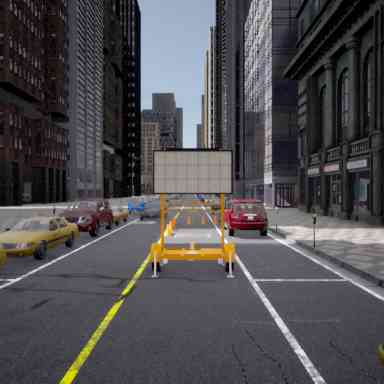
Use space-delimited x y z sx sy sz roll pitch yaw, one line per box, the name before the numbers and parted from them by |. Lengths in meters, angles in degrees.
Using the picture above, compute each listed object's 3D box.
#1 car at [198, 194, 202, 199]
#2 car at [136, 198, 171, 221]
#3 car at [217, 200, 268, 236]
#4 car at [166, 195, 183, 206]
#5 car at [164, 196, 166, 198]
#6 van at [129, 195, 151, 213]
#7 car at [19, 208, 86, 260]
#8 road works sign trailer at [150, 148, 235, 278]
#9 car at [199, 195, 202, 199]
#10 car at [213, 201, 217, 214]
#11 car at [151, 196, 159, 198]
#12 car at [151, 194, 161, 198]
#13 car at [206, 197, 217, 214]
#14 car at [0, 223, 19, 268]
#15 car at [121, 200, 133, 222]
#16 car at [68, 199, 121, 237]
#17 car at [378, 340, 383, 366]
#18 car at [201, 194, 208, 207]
car | 2.953 1.597 80.293 1.887 1.381 4.507 0 0 0
car | -3.035 1.511 27.081 1.837 1.490 4.892 0 0 0
car | 2.803 1.317 18.248 2.192 1.841 5.009 0 0 0
car | -2.865 1.629 55.664 1.895 1.301 4.718 0 0 0
car | -5.628 1.345 57.746 2.192 1.841 5.009 0 0 0
van | -5.681 1.352 35.183 1.690 1.788 3.998 0 0 0
car | -5.735 1.526 12.450 1.752 1.417 4.829 0 0 0
road works sign trailer | 0.024 0.465 10.163 2.380 3.560 2.880 0 0 0
car | 2.912 1.602 63.371 1.947 1.339 4.313 0 0 0
car | 2.817 1.555 23.888 2.008 1.369 4.403 0 0 0
car | -5.667 1.565 40.823 2.008 1.369 4.403 0 0 0
car | -5.655 1.334 46.464 2.192 1.841 5.009 0 0 0
car | 2.844 1.561 35.169 2.008 1.369 4.403 0 0 0
car | -5.749 1.526 6.810 1.752 1.417 4.829 0 0 0
car | -5.708 1.530 23.732 1.752 1.417 4.829 0 0 0
car | -5.722 1.317 18.261 2.192 1.841 5.009 0 0 0
car | 2.763 1.525 1.496 1.752 1.417 4.829 0 0 0
car | 2.885 1.465 52.090 1.967 1.590 4.097 0 0 0
